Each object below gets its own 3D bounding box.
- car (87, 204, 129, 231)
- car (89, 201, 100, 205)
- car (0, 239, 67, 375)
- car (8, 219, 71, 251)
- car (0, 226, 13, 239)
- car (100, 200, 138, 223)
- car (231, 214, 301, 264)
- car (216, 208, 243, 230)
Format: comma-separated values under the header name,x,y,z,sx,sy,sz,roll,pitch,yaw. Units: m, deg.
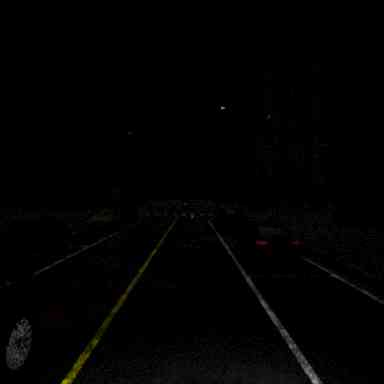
name,x,y,z,sx,sy,sz,roll,pitch,yaw
car,-5.854,1.768,22.853,1.752,1.417,4.829,0,-1,0
car,-11.780,2.013,45.698,4.902,1.511,2.128,1,-1,0
car,-3.101,1.520,2.866,2.128,1.511,4.902,0,-1,0
car,-5.853,1.688,12.106,1.947,1.339,4.313,1,-1,0
car,-5.851,1.617,6.647,2.008,1.369,4.403,1,-1,0
car,-5.854,1.624,28.485,2.192,1.841,5.009,0,-1,0
car,2.672,1.704,12.103,1.802,1.307,4.206,0,-1,0
car,2.670,1.789,23.022,1.887,1.381,4.507,0,-1,0
